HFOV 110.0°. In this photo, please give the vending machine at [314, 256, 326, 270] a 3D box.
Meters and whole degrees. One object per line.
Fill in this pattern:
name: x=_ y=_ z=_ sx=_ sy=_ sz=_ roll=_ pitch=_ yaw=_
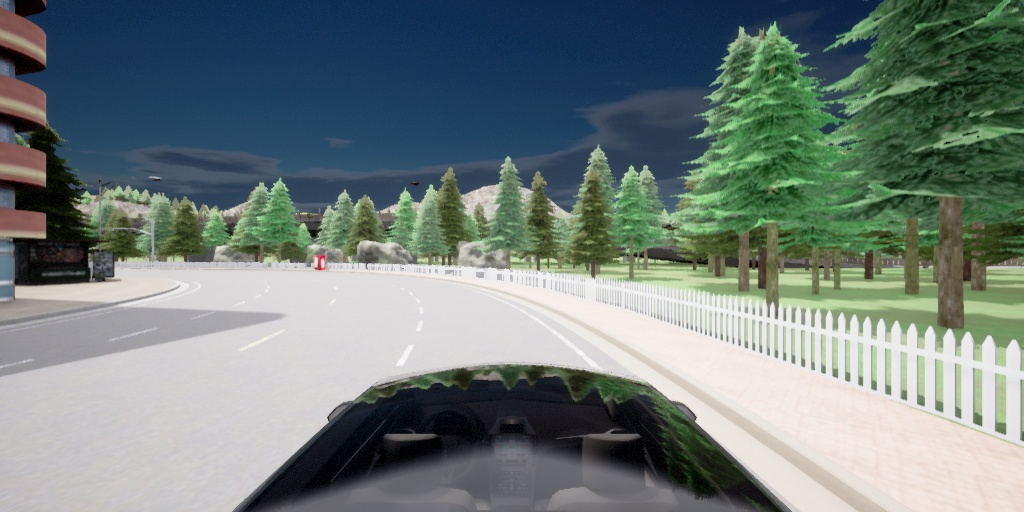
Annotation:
vending machine: x=-24.962 y=0.926 z=46.604 sx=0.880 sy=2.100 sz=1.100 roll=0 pitch=0 yaw=25
